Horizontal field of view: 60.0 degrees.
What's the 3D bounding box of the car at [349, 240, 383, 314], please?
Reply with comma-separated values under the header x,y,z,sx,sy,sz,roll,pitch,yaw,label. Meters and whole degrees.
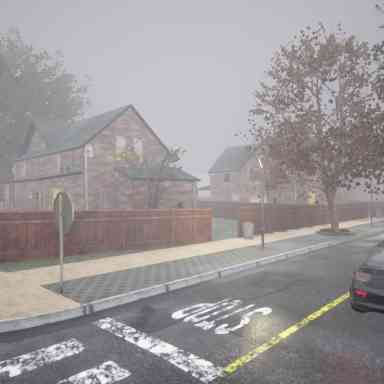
x,y,z,sx,sy,sz,roll,pitch,yaw,label
4.752,1.615,6.873,1.812,1.442,4.674,-1,-1,43,car
